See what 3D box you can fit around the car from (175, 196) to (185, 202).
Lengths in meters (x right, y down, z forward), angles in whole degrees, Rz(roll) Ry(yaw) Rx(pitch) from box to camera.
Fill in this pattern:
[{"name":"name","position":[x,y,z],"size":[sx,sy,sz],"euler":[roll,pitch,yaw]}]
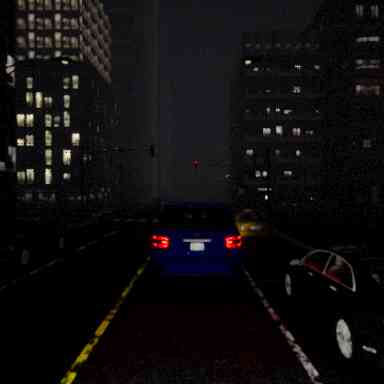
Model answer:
[{"name":"car","position":[-2.864,1.739,80.064],"size":[2.033,1.411,5.357],"euler":[0,0,0]}]

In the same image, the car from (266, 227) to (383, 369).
[{"name":"car","position":[2.817,1.565,5.657],"size":[2.008,1.369,4.403],"euler":[-1,0,0]}]

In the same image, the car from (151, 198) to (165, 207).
[{"name":"car","position":[-5.610,1.662,54.745],"size":[1.752,1.417,4.829],"euler":[-1,0,0]}]

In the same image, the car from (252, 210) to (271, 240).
[{"name":"car","position":[2.836,1.568,17.115],"size":[1.752,1.417,4.829],"euler":[-1,0,0]}]

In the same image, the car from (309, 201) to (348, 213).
[{"name":"car","position":[16.382,1.733,40.056],"size":[4.403,1.369,2.008],"euler":[0,0,1]}]

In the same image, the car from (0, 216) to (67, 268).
[{"name":"car","position":[-5.813,1.572,11.373],"size":[1.887,1.381,4.507],"euler":[-1,0,0]}]

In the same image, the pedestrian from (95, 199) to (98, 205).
[{"name":"pedestrian","position":[-12.475,1.417,43.450],"size":[0.500,1.100,0.500],"euler":[0,0,1]}]

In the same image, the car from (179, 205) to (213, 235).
[{"name":"car","position":[0.133,1.575,20.085],"size":[1.812,1.442,4.674],"euler":[0,0,-2]}]

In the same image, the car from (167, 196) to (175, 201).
[{"name":"car","position":[-5.552,1.771,88.842],"size":[1.887,1.381,4.507],"euler":[-1,0,0]}]

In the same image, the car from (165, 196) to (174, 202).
[{"name":"car","position":[-5.561,1.793,83.187],"size":[1.802,1.307,4.206],"euler":[-1,0,0]}]

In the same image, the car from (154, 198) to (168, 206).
[{"name":"car","position":[-5.599,1.718,60.569],"size":[1.947,1.339,4.313],"euler":[-1,0,0]}]

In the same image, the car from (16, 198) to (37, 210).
[{"name":"car","position":[-21.592,1.384,40.619],"size":[4.829,1.417,1.752],"euler":[0,0,1]}]

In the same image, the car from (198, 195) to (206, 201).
[{"name":"car","position":[2.836,1.682,94.483],"size":[1.967,1.590,4.097],"euler":[-1,0,0]}]

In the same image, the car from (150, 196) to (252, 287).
[{"name":"car","position":[0.114,1.243,9.578],"size":[2.150,2.045,5.566],"euler":[0,0,0]}]

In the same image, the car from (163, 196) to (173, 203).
[{"name":"car","position":[-5.571,1.741,77.532],"size":[1.887,1.381,4.507],"euler":[-1,0,0]}]

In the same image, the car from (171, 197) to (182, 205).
[{"name":"car","position":[-2.930,1.725,64.090],"size":[1.994,1.385,4.181],"euler":[0,0,1]}]
